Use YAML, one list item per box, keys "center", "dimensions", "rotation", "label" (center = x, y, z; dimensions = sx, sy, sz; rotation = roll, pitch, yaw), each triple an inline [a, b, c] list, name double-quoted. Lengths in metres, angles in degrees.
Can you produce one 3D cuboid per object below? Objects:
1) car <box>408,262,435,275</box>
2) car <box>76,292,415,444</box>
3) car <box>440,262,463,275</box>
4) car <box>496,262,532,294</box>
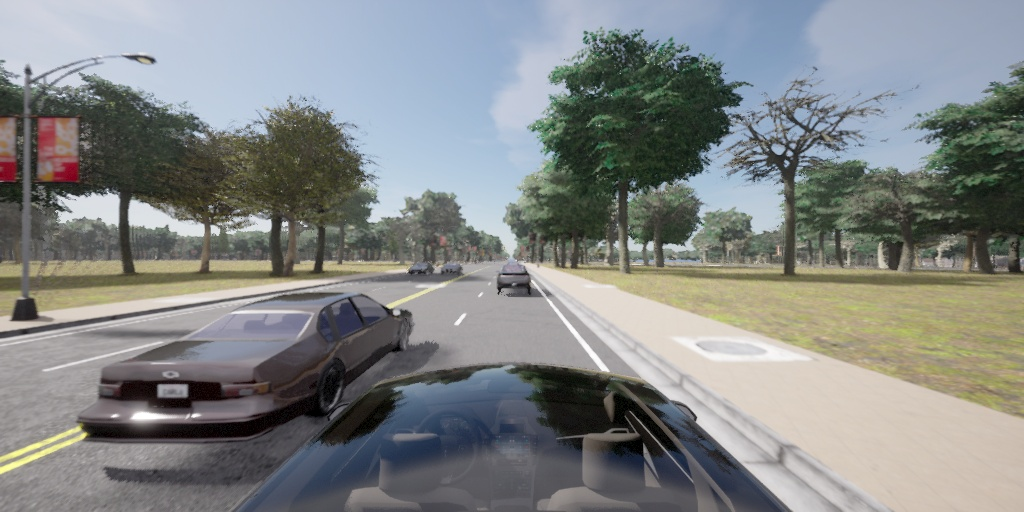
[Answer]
- center: [-9.731, 1.379, 39.036]
  dimensions: [2.033, 1.411, 5.357]
  rotation: [0, 0, 0]
  label: "car"
- center: [-3.147, 1.295, 5.836]
  dimensions: [2.033, 1.411, 5.357]
  rotation: [0, 0, 0]
  label: "car"
- center: [-6.481, 1.359, 39.030]
  dimensions: [1.994, 1.385, 4.181]
  rotation: [0, 0, 0]
  label: "car"
- center: [0.110, 1.242, 20.486]
  dimensions: [2.128, 1.511, 4.902]
  rotation: [0, 0, 0]
  label: "car"
